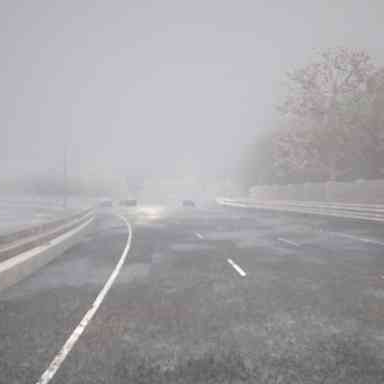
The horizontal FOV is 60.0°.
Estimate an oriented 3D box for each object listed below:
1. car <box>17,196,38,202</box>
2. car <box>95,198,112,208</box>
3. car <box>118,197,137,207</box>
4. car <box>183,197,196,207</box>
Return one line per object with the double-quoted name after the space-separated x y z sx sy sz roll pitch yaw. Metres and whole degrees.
-41.637 2.008 84.140 4.674 1.442 1.812 -1 0 35 "car"
-13.947 1.693 52.409 1.812 1.442 4.674 0 0 -29 "car"
-10.327 1.603 53.063 1.882 1.535 5.008 0 0 -29 "car"
-0.464 1.535 52.089 1.812 1.442 4.674 -1 0 0 "car"
